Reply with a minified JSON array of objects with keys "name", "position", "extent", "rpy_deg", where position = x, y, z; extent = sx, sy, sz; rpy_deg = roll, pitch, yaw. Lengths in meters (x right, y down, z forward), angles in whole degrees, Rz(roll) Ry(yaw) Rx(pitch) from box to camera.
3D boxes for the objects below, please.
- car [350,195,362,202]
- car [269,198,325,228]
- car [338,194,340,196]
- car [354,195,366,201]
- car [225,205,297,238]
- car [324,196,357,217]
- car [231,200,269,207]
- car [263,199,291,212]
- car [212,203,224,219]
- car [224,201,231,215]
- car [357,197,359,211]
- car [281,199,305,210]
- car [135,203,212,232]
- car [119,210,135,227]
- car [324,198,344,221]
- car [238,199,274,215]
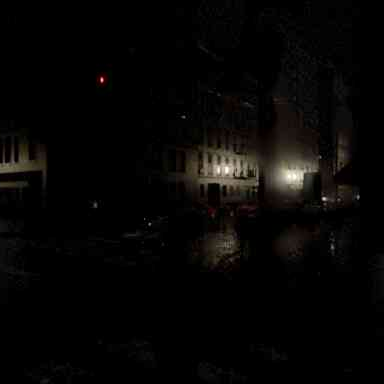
[{"name":"car","position":[39.356,1.526,79.740],"extent":[1.752,1.417,4.829],"rpy_deg":[0,0,36]},{"name":"car","position":[6.926,1.393,21.645],"extent":[1.967,1.590,4.097],"rpy_deg":[0,0,36]},{"name":"car","position":[26.450,1.305,62.042],"extent":[2.192,1.841,5.009],"rpy_deg":[0,0,36]},{"name":"car","position":[42.708,1.554,84.336],"extent":[2.008,1.369,4.403],"rpy_deg":[0,0,36]},{"name":"car","position":[3.675,1.537,17.186],"extent":[1.802,1.307,4.206],"rpy_deg":[0,0,36]},{"name":"car","position":[13.429,1.390,30.564],"extent":[1.967,1.590,4.097],"rpy_deg":[0,0,36]},{"name":"car","position":[5.683,1.450,29.256],"extent":[1.882,1.535,5.008],"rpy_deg":[0,0,36]},{"name":"car","position":[10.195,1.561,39.748],"extent":[1.802,1.307,4.206],"rpy_deg":[0,0,36]},{"name":"car","position":[0.441,1.565,26.372],"extent":[1.802,1.307,4.206],"rpy_deg":[0,0,36]},{"name":"car","position":[3.692,1.526,30.830],"extent":[1.887,1.381,4.507],"rpy_deg":[0,0,36]},{"name":"car","position":[16.681,1.500,35.023],"extent":[2.008,1.369,4.403],"rpy_deg":[0,0,36]},{"name":"car","position":[13.446,1.563,44.207],"extent":[1.802,1.307,4.206],"rpy_deg":[0,0,36]},{"name":"car","position":[-0.947,1.502,20.161],"extent":[1.812,1.442,4.674],"rpy_deg":[0,0,36]},{"name":"car","position":[-2.810,1.551,21.913],"extent":[1.947,1.339,4.313],"rpy_deg":[0,0,36]},{"name":"car","position":[10.278,1.477,26.242],"extent":[1.752,1.417,4.829],"rpy_deg":[0,0,36]},{"name":"car","position":[6.843,1.506,35.152],"extent":[1.752,1.417,4.829],"rpy_deg":[0,0,36]}]
